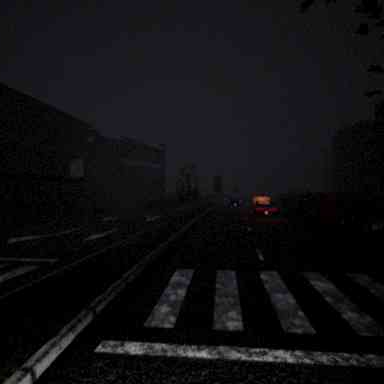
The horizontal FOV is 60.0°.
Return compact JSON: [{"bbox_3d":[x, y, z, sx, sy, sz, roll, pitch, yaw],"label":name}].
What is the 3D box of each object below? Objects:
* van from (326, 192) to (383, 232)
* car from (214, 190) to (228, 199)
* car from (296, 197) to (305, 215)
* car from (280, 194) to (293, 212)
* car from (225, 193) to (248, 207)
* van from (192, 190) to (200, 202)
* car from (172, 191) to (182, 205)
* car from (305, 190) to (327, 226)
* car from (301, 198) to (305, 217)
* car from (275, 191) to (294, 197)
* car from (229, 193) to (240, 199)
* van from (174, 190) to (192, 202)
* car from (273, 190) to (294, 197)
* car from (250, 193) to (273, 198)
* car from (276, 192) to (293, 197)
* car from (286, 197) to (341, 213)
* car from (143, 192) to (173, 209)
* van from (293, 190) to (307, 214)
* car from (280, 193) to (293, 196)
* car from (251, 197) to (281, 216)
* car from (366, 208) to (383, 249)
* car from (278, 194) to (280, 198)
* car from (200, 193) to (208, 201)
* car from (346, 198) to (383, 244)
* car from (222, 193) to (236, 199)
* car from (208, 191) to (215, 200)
[{"bbox_3d":[9.094,1.146,15.836,4.442,1.987,1.878,0,1,7],"label":"van"},{"bbox_3d":[5.858,0.586,76.227,2.435,2.045,5.566,0,-1,20],"label":"car"},{"bbox_3d":[10.228,1.329,23.848,4.674,1.452,2.002,0,1,9],"label":"car"},{"bbox_3d":[10.868,1.216,29.261,5.366,1.575,1.946,0,1,9],"label":"car"},{"bbox_3d":[5.662,1.161,42.140,1.895,1.301,4.718,0,1,12],"label":"car"},{"bbox_3d":[-0.516,0.654,54.900,1.878,1.987,4.442,0,0,15],"label":"van"},{"bbox_3d":[-3.033,1.056,44.198,2.163,1.488,4.792,0,1,13],"label":"car"},{"bbox_3d":[9.564,1.096,18.544,5.566,2.045,2.435,0,1,7],"label":"car"},{"bbox_3d":[9.846,1.348,21.260,4.792,1.488,2.163,0,1,8],"label":"car"},{"bbox_3d":[14.176,0.997,45.438,4.792,1.488,2.163,0,1,13],"label":"car"},{"bbox_3d":[11.770,1.077,91.804,2.002,1.452,4.674,0,-1,23],"label":"car"},{"bbox_3d":[-1.832,0.721,49.520,1.878,1.987,4.442,0,1,14],"label":"van"},{"bbox_3d":[15.451,0.642,50.750,5.566,2.045,2.435,0,1,15],"label":"car"},{"bbox_3d":[8.904,0.894,42.798,2.097,1.767,4.553,0,1,12],"label":"car"},{"bbox_3d":[13.018,1.061,39.971,4.892,1.521,2.231,0,1,12],"label":"car"},{"bbox_3d":[11.506,1.223,31.922,4.674,1.452,2.002,0,1,10],"label":"car"},{"bbox_3d":[-4.122,1.104,38.814,2.097,1.535,5.008,0,1,11],"label":"car"},{"bbox_3d":[10.742,1.030,26.511,4.442,1.987,1.878,0,1,9],"label":"van"},{"bbox_3d":[11.954,1.173,34.616,4.792,1.488,2.163,0,1,11],"label":"car"},{"bbox_3d":[6.266,1.349,28.703,1.895,1.301,4.718,0,1,9],"label":"car"},{"bbox_3d":[8.540,1.422,10.353,4.892,1.521,2.231,0,0,7],"label":"car"},{"bbox_3d":[12.518,1.132,37.285,4.792,1.488,2.163,0,1,11],"label":"car"},{"bbox_3d":[0.971,0.875,60.375,2.002,1.452,4.674,0,0,16],"label":"car"},{"bbox_3d":[8.909,1.272,13.082,4.553,1.767,2.185,0,1,7],"label":"car"},{"bbox_3d":[9.739,0.953,86.778,2.231,1.521,4.892,0,-1,22],"label":"car"},{"bbox_3d":[2.503,0.854,65.702,2.002,1.452,4.674,0,0,17],"label":"car"}]
